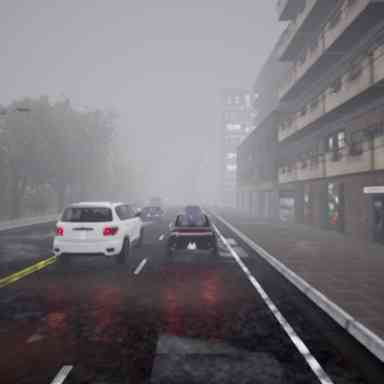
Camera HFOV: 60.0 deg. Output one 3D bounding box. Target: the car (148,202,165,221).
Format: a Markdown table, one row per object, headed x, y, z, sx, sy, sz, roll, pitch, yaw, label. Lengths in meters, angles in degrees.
| x | y | z | sx | sy | sz | roll | pitch | yaw | label |
| --- | --- | --- | --- | --- | --- | --- | --- | --- | --- |
| -3.247 | 1.842 | 27.500 | 2.033 | 1.411 | 5.357 | 0 | -1 | 0 | car |

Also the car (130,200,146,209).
| x | y | z | sx | sy | sz | roll | pitch | yaw | label |
| --- | --- | --- | --- | --- | --- | --- | --- | --- | --- |
| -9.775 | 2.196 | 60.524 | 2.033 | 1.411 | 5.357 | 0 | -1 | 0 | car |

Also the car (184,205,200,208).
| x | y | z | sx | sy | sz | roll | pitch | yaw | label |
| --- | --- | --- | --- | --- | --- | --- | --- | --- | --- |
| 0.019 | 1.835 | 28.888 | 1.812 | 1.442 | 4.674 | 0 | 0 | 1 | car |

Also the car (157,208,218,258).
| x | y | z | sx | sy | sz | roll | pitch | yaw | label |
| --- | --- | --- | --- | --- | --- | --- | --- | --- | --- |
| 0.020 | 1.637 | 13.496 | 2.128 | 1.511 | 4.902 | 0 | 0 | 1 | car |

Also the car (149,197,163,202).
| x | y | z | sx | sy | sz | roll | pitch | yaw | label |
| --- | --- | --- | --- | --- | --- | --- | --- | --- | --- |
| -6.526 | 1.875 | 60.490 | 2.150 | 2.045 | 5.566 | 0 | -1 | 0 | car |

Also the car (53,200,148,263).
| x | y | z | sx | sy | sz | roll | pitch | yaw | label |
| --- | --- | --- | --- | --- | --- | --- | --- | --- | --- |
| -3.242 | 1.360 | 12.597 | 2.150 | 2.045 | 5.566 | 0 | 0 | 0 | car |
